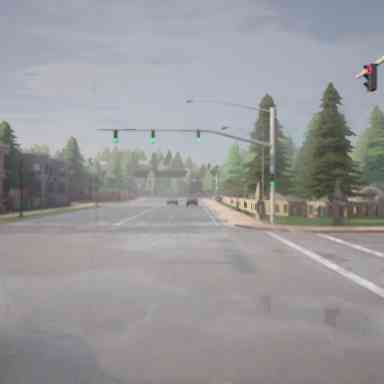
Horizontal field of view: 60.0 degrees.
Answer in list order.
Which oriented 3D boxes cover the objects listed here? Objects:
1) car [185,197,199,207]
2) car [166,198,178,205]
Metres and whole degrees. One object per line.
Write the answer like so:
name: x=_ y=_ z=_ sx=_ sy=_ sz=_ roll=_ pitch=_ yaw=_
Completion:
car: x=0.014 y=1.522 z=53.180 sx=1.837 sy=1.490 sz=4.892 roll=0 pitch=0 yaw=0
car: x=-3.385 y=1.620 z=58.272 sx=1.895 sy=1.301 sz=4.718 roll=0 pitch=0 yaw=0
